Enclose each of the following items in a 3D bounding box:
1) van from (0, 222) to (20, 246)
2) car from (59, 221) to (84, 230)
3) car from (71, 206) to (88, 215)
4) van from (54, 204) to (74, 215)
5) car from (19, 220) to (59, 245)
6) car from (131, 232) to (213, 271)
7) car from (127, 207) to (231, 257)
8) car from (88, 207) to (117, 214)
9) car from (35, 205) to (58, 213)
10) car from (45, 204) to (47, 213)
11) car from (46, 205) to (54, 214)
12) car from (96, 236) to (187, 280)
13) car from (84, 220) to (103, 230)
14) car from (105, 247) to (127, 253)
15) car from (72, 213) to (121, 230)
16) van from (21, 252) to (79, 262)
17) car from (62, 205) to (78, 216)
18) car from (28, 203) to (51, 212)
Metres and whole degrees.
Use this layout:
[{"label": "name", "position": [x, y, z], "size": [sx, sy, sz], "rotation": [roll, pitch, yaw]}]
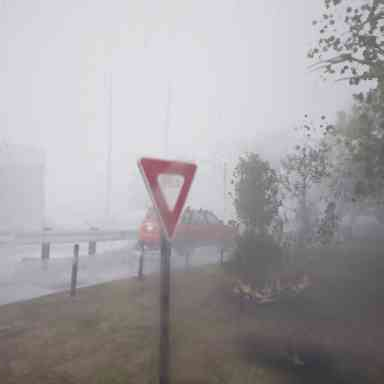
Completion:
[{"label": "van", "position": [-18.575, 4.061, 30.669], "size": [4.442, 1.987, 1.878], "rotation": [0, 0, 17]}, {"label": "car", "position": [-14.852, 4.038, 35.346], "size": [5.566, 2.045, 2.435], "rotation": [0, 0, 17]}, {"label": "car", "position": [-20.338, 3.915, 64.134], "size": [1.946, 1.575, 5.366], "rotation": [0, 1, 19]}, {"label": "van", "position": [-25.118, 3.596, 67.595], "size": [1.878, 1.987, 4.442], "rotation": [1, 1, 19]}, {"label": "car", "position": [-16.644, 4.037, 32.991], "size": [5.566, 2.045, 2.435], "rotation": [0, 0, 17]}, {"label": "car", "position": [-1.466, 4.333, 24.953], "size": [5.566, 2.045, 2.435], "rotation": [2, 1, 17]}, {"label": "car", "position": [0.019, 1.797, 15.670], "size": [2.150, 2.045, 5.566], "rotation": [1, -4, 40]}, {"label": "car", "position": [-15.698, 3.774, 60.174], "size": [2.435, 2.045, 5.566], "rotation": [1, 1, 19]}, {"label": "car", "position": [-32.112, 3.706, 73.354], "size": [2.002, 1.452, 4.674], "rotation": [0, 1, 19]}, {"label": "car", "position": [-29.787, 3.592, 71.442], "size": [2.185, 1.767, 4.553], "rotation": [0, 1, 19]}, {"label": "car", "position": [-27.421, 3.768, 69.595], "size": [2.097, 1.535, 5.008], "rotation": [1, 1, 19]}, {"label": "car", "position": [-3.351, 4.330, 22.542], "size": [5.566, 2.045, 2.435], "rotation": [2, 1, 17]}, {"label": "car", "position": [-13.064, 4.319, 37.713], "size": [4.792, 1.488, 2.163], "rotation": [0, 0, 17]}, {"label": "car", "position": [-5.126, 4.457, 20.125], "size": [4.553, 1.767, 2.185], "rotation": [2, 1, 17]}, {"label": "car", "position": [-11.327, 4.040, 40.057], "size": [5.566, 2.045, 2.435], "rotation": [0, 0, 17]}, {"label": "van", "position": [-6.869, 4.358, 17.703], "size": [4.442, 1.987, 1.878], "rotation": [2, 1, 17]}, {"label": "car", "position": [-22.747, 3.910, 65.831], "size": [2.002, 1.452, 4.674], "rotation": [0, 1, 19]}, {"label": "car", "position": [-34.433, 3.490, 75.264], "size": [2.185, 1.767, 4.553], "rotation": [1, 1, 19]}]
